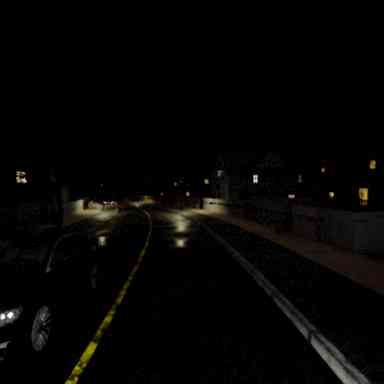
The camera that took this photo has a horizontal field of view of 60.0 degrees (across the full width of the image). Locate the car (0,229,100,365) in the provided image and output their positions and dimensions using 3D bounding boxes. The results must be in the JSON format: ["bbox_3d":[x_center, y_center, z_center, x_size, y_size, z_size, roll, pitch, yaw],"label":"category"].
[{"bbox_3d":[-3.046,1.504,6.105,2.128,1.511,4.902,0,0,-2],"label":"car"}]
